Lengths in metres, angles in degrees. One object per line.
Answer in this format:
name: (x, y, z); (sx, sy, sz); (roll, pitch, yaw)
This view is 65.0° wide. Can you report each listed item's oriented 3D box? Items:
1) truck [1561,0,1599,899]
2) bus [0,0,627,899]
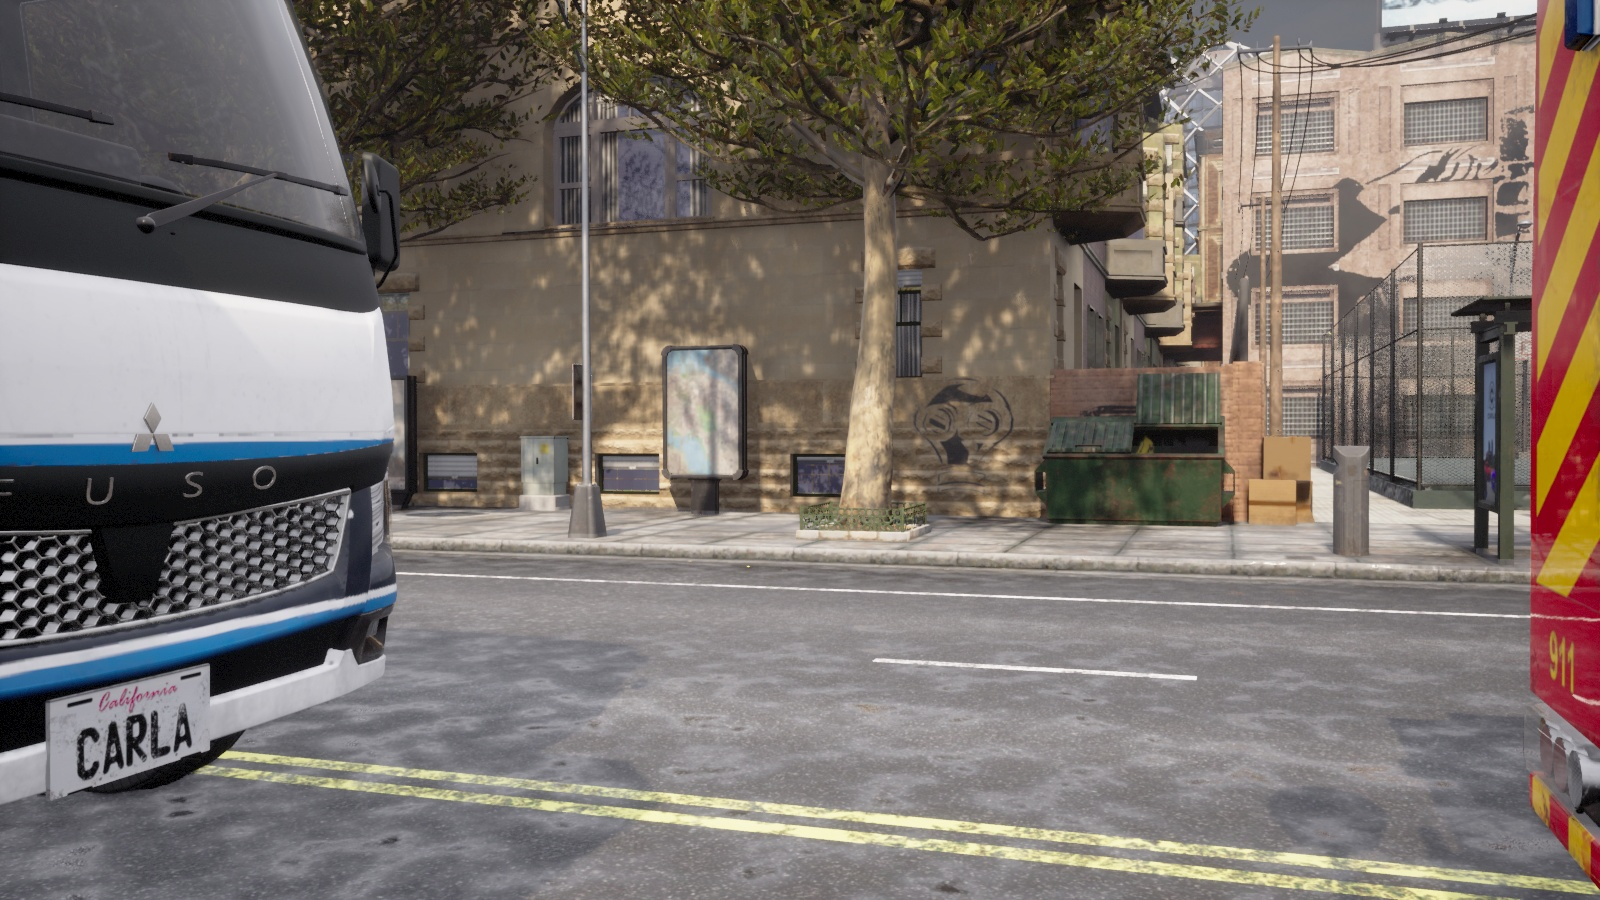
truck: (5.943, -0.335, 1.185); (8.468, 3.827, 2.891); (1, 1, 19)
bus: (-6.258, -0.658, 5.265); (10.273, 4.253, 3.944); (1, 1, 18)
